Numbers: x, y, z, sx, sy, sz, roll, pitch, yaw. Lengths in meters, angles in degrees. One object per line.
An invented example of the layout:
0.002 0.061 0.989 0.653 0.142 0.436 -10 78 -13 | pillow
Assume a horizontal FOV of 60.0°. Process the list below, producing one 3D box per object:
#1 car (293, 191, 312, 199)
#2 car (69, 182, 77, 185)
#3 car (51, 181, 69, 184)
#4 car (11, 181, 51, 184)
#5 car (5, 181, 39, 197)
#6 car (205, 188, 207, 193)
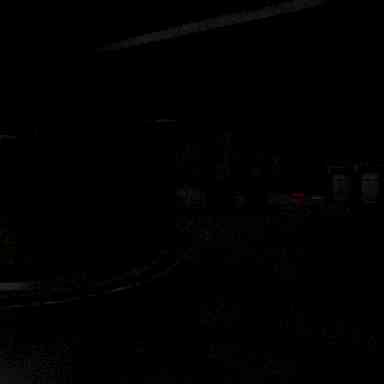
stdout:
18.865 0.477 56.540 1.895 1.301 4.718 2 2 36 | car
-25.320 -1.275 68.064 4.605 1.855 1.932 2 2 35 | car
-26.661 -1.247 65.454 3.866 1.878 1.905 2 2 35 | car
-17.151 -0.170 35.197 3.866 1.878 1.905 2 2 35 | car
-21.675 -0.453 42.420 4.605 1.855 1.932 2 2 35 | car
5.004 -0.343 65.561 5.027 1.636 2.152 2 2 35 | car
